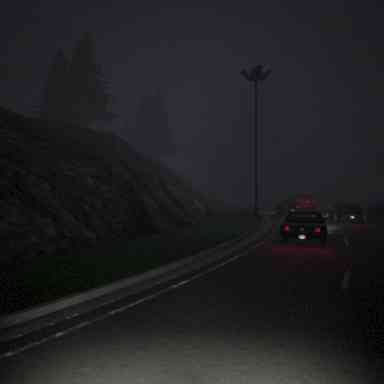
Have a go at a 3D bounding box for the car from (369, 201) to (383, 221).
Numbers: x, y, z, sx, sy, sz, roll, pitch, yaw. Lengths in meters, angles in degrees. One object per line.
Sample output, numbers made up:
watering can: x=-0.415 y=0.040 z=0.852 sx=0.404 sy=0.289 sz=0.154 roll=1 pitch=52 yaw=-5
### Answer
car: x=15.561 y=1.476 z=26.793 sx=1.882 sy=1.535 sz=5.008 roll=0 pitch=0 yaw=10

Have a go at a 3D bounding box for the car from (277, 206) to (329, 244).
car: x=5.473 y=1.600 z=16.085 sx=1.895 sy=1.301 sz=4.718 roll=0 pitch=0 yaw=22

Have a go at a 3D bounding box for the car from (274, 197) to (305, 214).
car: x=9.360 y=1.525 z=32.623 sx=1.812 sy=1.442 sz=4.674 roll=0 pitch=0 yaw=6

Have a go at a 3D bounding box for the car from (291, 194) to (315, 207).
car: x=13.179 y=1.220 z=40.513 sx=2.150 sy=2.045 sz=5.566 roll=0 pitch=0 yaw=1

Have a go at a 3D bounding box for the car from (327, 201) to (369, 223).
car: x=11.824 y=1.504 z=25.832 sx=1.837 sy=1.490 sz=4.892 roll=0 pitch=0 yaw=12
